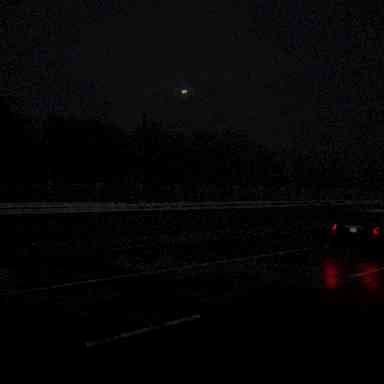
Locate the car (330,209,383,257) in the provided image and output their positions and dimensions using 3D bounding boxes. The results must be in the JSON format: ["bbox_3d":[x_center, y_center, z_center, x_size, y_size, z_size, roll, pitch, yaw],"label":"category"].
[{"bbox_3d":[7.778,1.479,13.727,4.553,1.767,2.097,1,0,-35],"label":"car"}]
